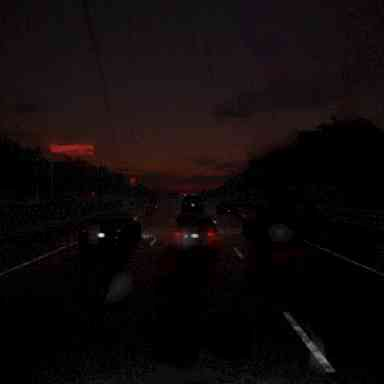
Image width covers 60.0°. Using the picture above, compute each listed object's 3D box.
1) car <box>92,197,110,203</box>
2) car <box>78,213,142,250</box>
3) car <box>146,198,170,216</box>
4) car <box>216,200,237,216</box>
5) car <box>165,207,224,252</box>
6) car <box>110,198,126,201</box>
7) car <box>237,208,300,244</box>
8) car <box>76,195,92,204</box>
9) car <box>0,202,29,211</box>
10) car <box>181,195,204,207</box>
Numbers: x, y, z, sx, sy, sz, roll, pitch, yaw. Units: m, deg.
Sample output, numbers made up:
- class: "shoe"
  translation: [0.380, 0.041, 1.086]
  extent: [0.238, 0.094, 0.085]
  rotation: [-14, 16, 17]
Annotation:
- class: "car"
  translation: [-17.539, 1.780, 65.974]
  extent: [2.097, 1.767, 4.553]
  rotation: [0, -1, 0]
- class: "car"
  translation: [-3.412, 1.599, 14.496]
  extent: [1.994, 1.385, 4.181]
  rotation: [0, 0, 0]
- class: "car"
  translation: [-3.419, 1.474, 34.433]
  extent: [2.097, 1.767, 4.553]
  rotation: [0, 0, 0]
- class: "car"
  translation: [3.580, 1.615, 34.690]
  extent: [2.128, 1.511, 4.902]
  rotation: [0, 0, 0]
- class: "car"
  translation: [0.091, 1.581, 14.037]
  extent: [2.033, 1.411, 5.357]
  rotation: [0, 0, 0]
- class: "car"
  translation: [-14.042, 1.931, 65.531]
  extent: [2.128, 1.511, 4.902]
  rotation: [0, -1, 0]
- class: "car"
  translation: [3.588, 1.518, 15.933]
  extent: [1.882, 1.535, 5.008]
  rotation: [0, 0, 0]
- class: "car"
  translation: [-21.035, 1.643, 65.477]
  extent: [2.150, 2.045, 5.566]
  rotation: [0, -1, 0]
- class: "car"
  translation: [-14.112, 1.554, 24.991]
  extent: [1.882, 1.535, 5.008]
  rotation: [0, 0, 0]
- class: "car"
  translation: [0.082, 1.341, 33.772]
  extent: [2.150, 2.045, 5.566]
  rotation: [0, 0, 0]
